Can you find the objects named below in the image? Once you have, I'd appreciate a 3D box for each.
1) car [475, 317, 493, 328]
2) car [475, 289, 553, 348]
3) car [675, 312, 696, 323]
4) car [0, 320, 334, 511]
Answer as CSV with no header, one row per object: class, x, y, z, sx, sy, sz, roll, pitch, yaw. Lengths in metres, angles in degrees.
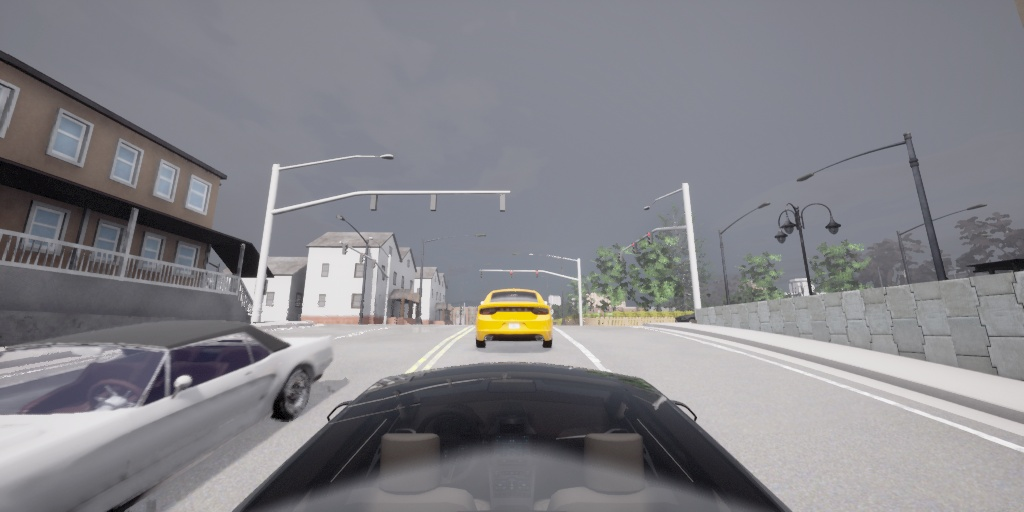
car,-3.668,8.796,47.219,1.994,1.385,4.181,0,-12,0
car,0.057,1.722,10.532,1.882,1.535,5.008,0,-7,0
car,16.448,5.257,30.402,5.008,1.535,1.882,0,-12,1
car,-3.603,1.361,3.162,1.895,1.301,4.718,0,-1,0
